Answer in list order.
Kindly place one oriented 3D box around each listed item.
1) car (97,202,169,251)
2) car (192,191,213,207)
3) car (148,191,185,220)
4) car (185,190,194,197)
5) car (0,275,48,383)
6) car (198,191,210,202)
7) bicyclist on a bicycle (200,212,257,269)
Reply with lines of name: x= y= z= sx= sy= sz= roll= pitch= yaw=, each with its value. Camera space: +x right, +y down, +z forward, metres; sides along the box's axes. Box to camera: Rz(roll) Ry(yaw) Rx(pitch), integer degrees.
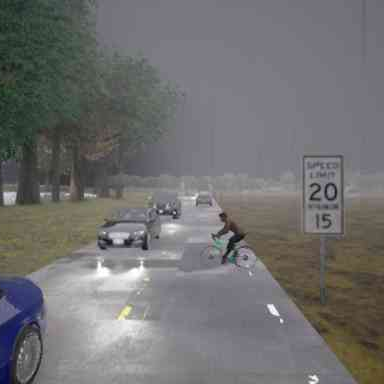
car: x=-2.429 y=1.403 z=13.857 sx=2.128 sy=1.511 sz=4.902 roll=0 pitch=1 yaw=2
car: x=1.434 y=0.901 z=39.651 sx=2.128 sy=1.511 sz=4.902 roll=0 pitch=1 yaw=2
car: x=-2.007 y=0.930 z=25.340 sx=2.150 sy=2.045 sz=5.566 roll=0 pitch=1 yaw=2
car: x=-0.486 y=0.289 z=66.472 sx=1.837 sy=1.490 sz=4.892 roll=0 pitch=2 yaw=3
car: x=-2.830 y=1.523 z=2.598 sx=1.812 sy=1.442 sz=4.674 roll=0 pitch=0 yaw=2
car: x=1.838 y=0.634 z=51.034 sx=1.882 sy=1.535 sz=5.008 roll=0 pitch=1 yaw=2
bicyclist on a bicycle: x=1.048 y=1.415 z=9.532 sx=1.656 sy=1.620 sz=0.582 roll=1 pitch=0 yaw=2
